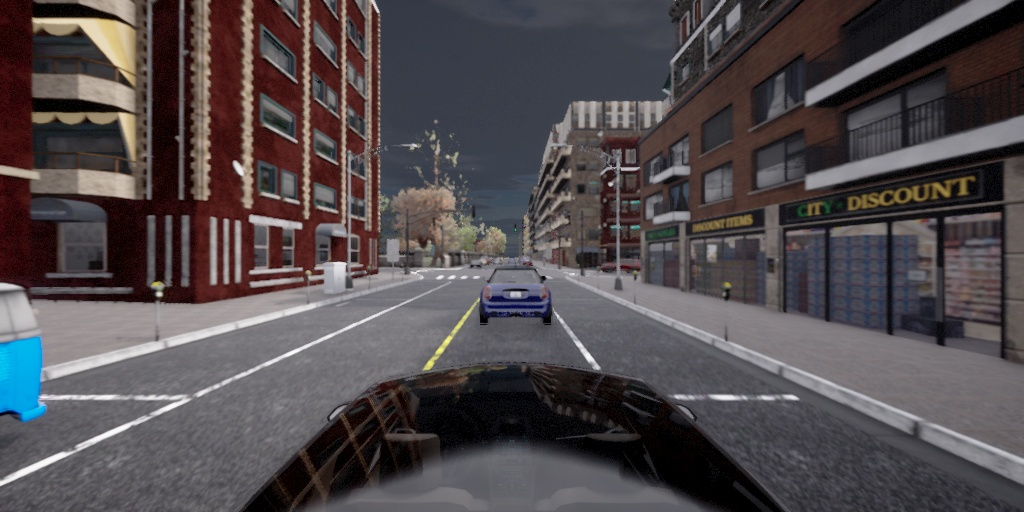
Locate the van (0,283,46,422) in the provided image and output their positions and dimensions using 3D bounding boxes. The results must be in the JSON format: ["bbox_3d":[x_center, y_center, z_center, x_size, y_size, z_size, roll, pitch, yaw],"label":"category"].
[{"bbox_3d":[-5.689,1.090,1.993,1.690,1.789,3.998,0,0,0],"label":"van"}]

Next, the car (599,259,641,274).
[{"bbox_3d":[13.458,1.251,44.698,5.009,1.841,2.192,0,0,-1],"label":"car"}]

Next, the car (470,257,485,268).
[{"bbox_3d":[-5.679,1.199,57.042,1.948,1.339,4.313,0,0,0],"label":"car"}]

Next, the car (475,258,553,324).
[{"bbox_3d":[0.103,1.073,11.973,2.097,1.767,4.553,0,0,0],"label":"car"}]

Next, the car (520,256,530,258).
[{"bbox_3d":[2.703,1.171,62.671,1.888,1.381,4.507,0,0,0],"label":"car"}]
